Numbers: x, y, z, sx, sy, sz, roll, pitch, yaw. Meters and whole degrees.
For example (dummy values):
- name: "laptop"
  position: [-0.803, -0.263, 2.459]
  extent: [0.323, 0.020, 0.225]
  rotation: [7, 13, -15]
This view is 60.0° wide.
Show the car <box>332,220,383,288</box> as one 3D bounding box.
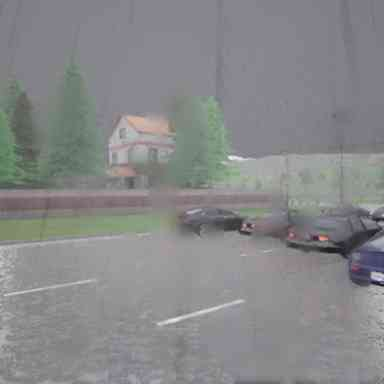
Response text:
- name: "car"
  position: [5.551, 1.509, 7.975]
  extent: [4.674, 1.442, 1.812]
  rotation: [0, 0, -37]

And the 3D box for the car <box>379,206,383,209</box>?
- name: "car"
  position: [14.468, 1.520, 23.475]
  extent: [4.181, 1.385, 1.994]
  rotation: [0, 0, -37]

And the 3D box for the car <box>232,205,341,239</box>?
- name: "car"
  position: [4.713, 1.545, 16.100]
  extent: [5.357, 1.411, 2.033]
  rotation: [0, 0, -37]

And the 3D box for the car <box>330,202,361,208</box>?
- name: "car"
  position: [11.893, 1.520, 25.912]
  extent: [5.357, 1.411, 2.033]
  rotation: [0, 0, -37]

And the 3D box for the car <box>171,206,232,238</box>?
- name: "car"
  position: [1.182, 1.524, 17.846]
  extent: [4.892, 1.490, 1.837]
  rotation: [0, 0, -37]

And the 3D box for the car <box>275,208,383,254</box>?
- name: "car"
  position: [5.782, 1.535, 12.527]
  extent: [5.357, 1.411, 2.033]
  rotation: [0, 0, -37]
